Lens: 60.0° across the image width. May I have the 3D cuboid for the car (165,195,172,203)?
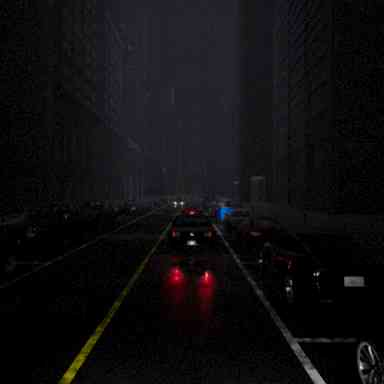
[{"bbox_3d":[-5.760,1.620,69.745,1.947,1.339,4.313,0,0,0],"label":"car"}]

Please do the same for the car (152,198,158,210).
[{"bbox_3d":[-5.760,1.602,41.563,1.802,1.307,4.206,0,0,0],"label":"car"}]

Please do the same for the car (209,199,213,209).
[{"bbox_3d":[2.766,1.592,30.295,1.802,1.307,4.206,0,0,0],"label":"car"}]

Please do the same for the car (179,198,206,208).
[{"bbox_3d":[0.000,1.544,29.650,1.812,1.442,4.674,0,0,0],"label":"car"}]

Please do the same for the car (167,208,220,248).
[{"bbox_3d":[0.000,1.618,14.680,1.895,1.301,4.718,0,0,0],"label":"car"}]

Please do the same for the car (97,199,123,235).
[{"bbox_3d":[-5.758,1.318,19.019,2.192,1.841,5.009,0,0,0],"label":"car"}]

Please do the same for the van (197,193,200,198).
[{"bbox_3d":[2.766,1.412,81.025,1.690,1.788,3.998,0,0,0],"label":"van"}]

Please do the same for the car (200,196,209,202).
[{"bbox_3d":[2.766,1.588,75.558,1.752,1.417,4.829,0,0,0],"label":"car"}]

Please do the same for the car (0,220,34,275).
[{"bbox_3d":[-5.759,1.564,7.746,1.947,1.339,4.313,0,0,0],"label":"car"}]

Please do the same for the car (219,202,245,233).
[{"bbox_3d":[2.766,1.528,19.192,1.752,1.417,4.829,0,0,0],"label":"car"}]

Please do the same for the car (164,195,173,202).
[{"bbox_3d":[-5.759,1.511,81.018,1.967,1.590,4.097,0,0,0],"label":"car"}]

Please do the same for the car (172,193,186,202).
[{"bbox_3d":[-3.000,1.518,76.731,1.837,1.490,4.892,0,0,0],"label":"car"}]

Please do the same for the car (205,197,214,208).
[{"bbox_3d":[2.766,1.566,35.932,2.008,1.369,4.403,0,0,0],"label":"car"}]

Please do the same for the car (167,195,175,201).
[{"bbox_3d":[-5.760,1.655,92.290,1.947,1.339,4.313,0,0,0],"label":"car"}]

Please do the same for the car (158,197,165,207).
[{"bbox_3d":[-5.760,1.616,52.836,1.802,1.307,4.206,0,0,0],"label":"car"}]

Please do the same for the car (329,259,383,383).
[{"bbox_3d":[2.766,1.564,2.113,1.947,1.339,4.313,0,0,0],"label":"car"}]

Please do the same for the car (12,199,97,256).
[{"bbox_3d":[-5.758,1.315,13.383,2.192,1.841,5.009,0,0,0],"label":"car"}]

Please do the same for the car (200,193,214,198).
[{"bbox_3d":[2.767,1.349,52.842,2.192,1.841,5.009,0,0,0],"label":"car"}]

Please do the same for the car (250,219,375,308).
[{"bbox_3d":[2.766,1.565,7.749,1.947,1.339,4.313,0,0,0],"label":"car"}]

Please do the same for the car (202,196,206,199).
[{"bbox_3d":[2.765,1.593,47.205,1.947,1.339,4.313,0,0,0],"label":"car"}]

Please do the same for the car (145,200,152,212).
[{"bbox_3d":[-5.759,1.597,35.926,1.802,1.307,4.206,0,0,0],"label":"car"}]

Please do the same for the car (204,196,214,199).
[{"bbox_3d":[2.765,1.587,41.569,1.947,1.339,4.313,0,0,0],"label":"car"}]

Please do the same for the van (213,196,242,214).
[{"bbox_3d":[2.767,1.347,24.659,1.690,1.788,3.998,0,0,0],"label":"van"}]

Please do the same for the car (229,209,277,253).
[{"bbox_3d":[2.766,1.582,13.385,1.802,1.307,4.206,0,0,0],"label":"car"}]

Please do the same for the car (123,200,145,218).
[{"bbox_3d":[-5.759,1.450,30.291,1.967,1.590,4.097,0,0,0],"label":"car"}]
